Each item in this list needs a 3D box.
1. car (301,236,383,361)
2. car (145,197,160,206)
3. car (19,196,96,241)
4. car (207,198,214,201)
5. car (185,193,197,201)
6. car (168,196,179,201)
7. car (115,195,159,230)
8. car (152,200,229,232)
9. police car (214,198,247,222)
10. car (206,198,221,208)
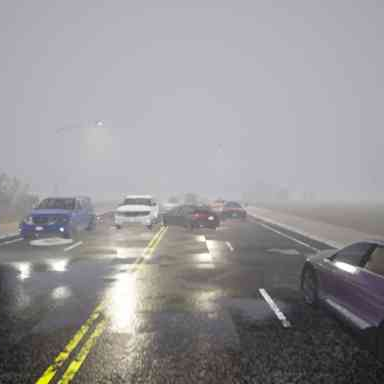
[{"bbox_3d":[3.234,1.434,5.002,2.033,1.649,4.856,0,0,0],"label":"car"},{"bbox_3d":[-6.776,1.547,57.592,2.033,1.411,5.357,0,0,0],"label":"car"},{"bbox_3d":[-6.658,1.228,17.227,2.150,2.045,5.566,0,0,0],"label":"car"},{"bbox_3d":[3.121,1.465,38.192,1.801,1.575,5.366,0,0,0],"label":"car"},{"bbox_3d":[-0.185,1.217,61.678,2.150,2.045,5.566,0,0,0],"label":"car"},{"bbox_3d":[-3.511,1.473,64.255,1.882,1.535,5.008,0,0,0],"label":"car"},{"bbox_3d":[-3.422,1.229,21.572,2.150,2.045,5.566,0,0,0],"label":"car"},{"bbox_3d":[-0.240,1.511,20.605,2.163,1.488,4.792,0,0,-34],"label":"car"},{"bbox_3d":[3.160,1.514,27.003,2.038,1.542,4.974,0,0,0],"label":"police car"},{"bbox_3d":[3.084,1.606,49.032,1.895,1.301,4.718,0,0,0],"label":"car"}]
